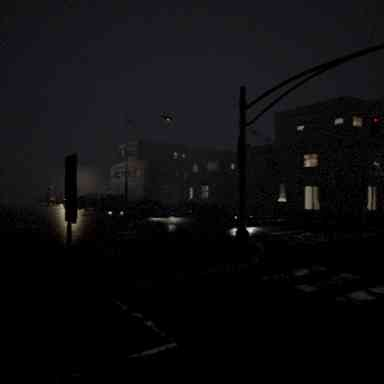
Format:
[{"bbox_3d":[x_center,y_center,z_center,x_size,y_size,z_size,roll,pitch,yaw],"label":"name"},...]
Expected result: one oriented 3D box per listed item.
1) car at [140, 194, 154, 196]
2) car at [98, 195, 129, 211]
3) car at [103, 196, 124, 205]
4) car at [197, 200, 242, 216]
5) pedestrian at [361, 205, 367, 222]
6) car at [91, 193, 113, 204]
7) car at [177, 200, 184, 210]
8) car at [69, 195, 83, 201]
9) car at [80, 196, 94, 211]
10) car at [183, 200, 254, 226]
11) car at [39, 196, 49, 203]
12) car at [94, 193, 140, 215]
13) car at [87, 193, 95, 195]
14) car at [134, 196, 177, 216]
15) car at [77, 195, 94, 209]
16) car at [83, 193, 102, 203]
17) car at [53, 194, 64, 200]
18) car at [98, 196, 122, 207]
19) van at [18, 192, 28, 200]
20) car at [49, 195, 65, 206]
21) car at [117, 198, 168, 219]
[{"bbox_3d":[-6.755,1.227,46.210,2.192,1.841,5.009,1,0,-35],"label":"car"},{"bbox_3d":[-9.570,1.230,40.111,2.097,1.767,4.553,1,0,-35],"label":"car"},{"bbox_3d":[-13.147,1.395,55.461,1.752,1.417,4.829,1,0,-35],"label":"car"},{"bbox_3d":[2.585,1.504,32.680,1.752,1.417,4.829,1,0,-35],"label":"car"},{"bbox_3d":[12.311,1.480,23.773,0.375,1.300,0.375,1,-1,-35],"label":"pedestrian"},{"bbox_3d":[-16.194,1.165,59.879,2.192,1.841,5.009,1,0,-35],"label":"car"},{"bbox_3d":[-0.465,1.539,37.097,1.802,1.307,4.206,1,0,-35],"label":"car"},{"bbox_3d":[-25.636,1.357,73.546,1.947,1.339,4.313,1,0,-35],"label":"car"},{"bbox_3d":[-10.508,1.416,36.893,2.008,1.369,4.403,1,0,-35],"label":"car"},{"bbox_3d":[1.892,1.509,23.488,2.033,1.411,5.357,1,0,-35],"label":"car"},{"bbox_3d":[-26.240,1.327,59.673,1.947,1.339,4.313,1,0,-35],"label":"car"},{"bbox_3d":[-7.359,1.202,32.337,2.192,1.841,5.009,1,0,-35],"label":"car"},{"bbox_3d":[-18.197,1.334,58.036,1.837,1.490,4.892,1,0,-35],"label":"car"},{"bbox_3d":[-3.782,1.397,31.698,1.882,1.535,5.008,1,0,-35],"label":"car"},{"bbox_3d":[-13.654,1.388,41.449,1.887,1.381,4.507,1,0,-35],"label":"car"},{"bbox_3d":[-19.340,1.145,64.435,2.192,1.841,5.009,1,0,-35],"label":"car"},{"bbox_3d":[-35.075,1.317,87.215,1.802,1.307,4.206,1,0,-35],"label":"car"},{"bbox_3d":[-12.252,1.345,49.512,1.882,1.535,5.008,1,0,-34],"label":"car"},{"bbox_3d":[-41.969,1.007,82.455,1.690,1.788,3.998,1,0,-35],"label":"van"},{"bbox_3d":[-19.851,1.327,50.421,1.752,1.417,4.829,1,0,-35],"label":"car"},{"bbox_3d":[-4.216,1.461,27.780,2.008,1.369,4.403,1,0,-35],"label":"car"}]
